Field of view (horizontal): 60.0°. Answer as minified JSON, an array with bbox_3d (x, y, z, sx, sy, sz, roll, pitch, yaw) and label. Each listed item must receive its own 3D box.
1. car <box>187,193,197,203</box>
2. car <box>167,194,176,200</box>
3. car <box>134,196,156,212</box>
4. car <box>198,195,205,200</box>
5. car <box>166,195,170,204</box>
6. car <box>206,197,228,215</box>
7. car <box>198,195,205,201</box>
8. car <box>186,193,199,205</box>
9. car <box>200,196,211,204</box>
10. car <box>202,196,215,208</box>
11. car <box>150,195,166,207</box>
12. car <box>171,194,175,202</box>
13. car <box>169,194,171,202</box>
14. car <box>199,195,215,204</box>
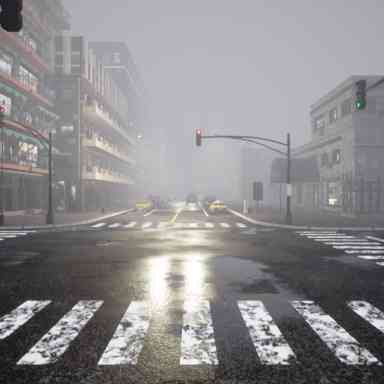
[{"bbox_3d":[-0.032,1.182,70.747,2.150,2.045,5.566,0,0,0],"label":"car"},{"bbox_3d":[-5.732,1.434,94.836,2.192,1.841,5.009,0,0,0],"label":"car"},{"bbox_3d":[-5.706,1.549,39.273,1.752,1.417,4.829,0,0,0],"label":"car"},{"bbox_3d":[2.648,1.670,94.840,2.008,1.369,4.403,0,0,0],"label":"car"},{"bbox_3d":[-5.717,1.603,61.600,2.008,1.369,4.403,0,0,0],"label":"car"},{"bbox_3d":[2.677,1.544,34.079,1.752,1.417,4.829,0,0,0],"label":"car"},{"bbox_3d":[2.650,1.632,89.471,1.752,1.417,4.829,0,0,0],"label":"car"},{"bbox_3d":[-0.028,1.403,60.684,2.097,1.767,4.553,0,0,0],"label":"car"},{"bbox_3d":[2.661,1.612,67.144,2.008,1.369,4.403,0,0,0],"label":"car"},{"bbox_3d":[2.671,1.611,44.987,1.802,1.307,4.206,0,0,0],"label":"car"},{"bbox_3d":[-5.711,1.351,50.522,2.192,1.841,5.009,0,0,0],"label":"car"},{"bbox_3d":[-5.725,1.627,78.218,1.887,1.381,4.507,0,0,0],"label":"car"},{"bbox_3d":[-5.719,1.587,66.969,1.752,1.417,4.829,0,0,0],"label":"car"},{"bbox_3d":[2.670,1.351,50.526,2.192,1.841,5.009,0,0,0],"label":"car"}]
